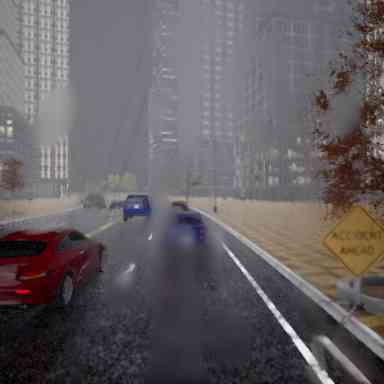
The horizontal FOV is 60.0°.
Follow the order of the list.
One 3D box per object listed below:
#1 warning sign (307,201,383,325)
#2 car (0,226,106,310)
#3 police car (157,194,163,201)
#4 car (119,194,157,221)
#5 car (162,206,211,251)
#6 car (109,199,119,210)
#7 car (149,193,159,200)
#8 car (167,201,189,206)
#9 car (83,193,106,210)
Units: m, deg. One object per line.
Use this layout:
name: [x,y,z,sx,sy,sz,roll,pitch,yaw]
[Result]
warning sign: [2.799,1.107,5.643,1.300,1.860,1.060,0,0,-1]
car: [-3.324,1.521,7.677,1.812,1.442,4.674,0,0,-1]
police car: [-8.179,1.343,81.232,1.930,1.638,5.238,0,0,-13]
car: [-4.266,1.194,27.158,2.150,2.045,5.566,0,0,-4]
car: [-0.249,1.511,13.894,1.812,1.442,4.674,0,0,-2]
car: [-9.061,1.562,41.183,1.895,1.301,4.718,0,0,-7]
car: [-10.512,1.263,90.976,2.097,1.767,4.553,0,0,-14]
car: [-1.185,1.494,29.268,1.812,1.442,4.674,0,0,-5]
car: [-12.554,1.186,43.040,2.150,2.045,5.566,0,0,-7]
